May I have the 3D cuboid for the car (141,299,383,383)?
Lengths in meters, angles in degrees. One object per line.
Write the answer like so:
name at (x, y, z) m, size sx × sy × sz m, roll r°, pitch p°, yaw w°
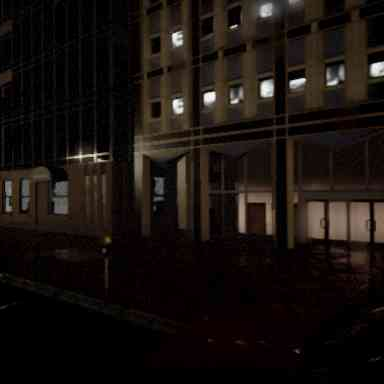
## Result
car at (1.908, 1.310, 1.518) m, size 5.009 × 1.841 × 2.192 m, roll 0°, pitch -1°, yaw 35°
